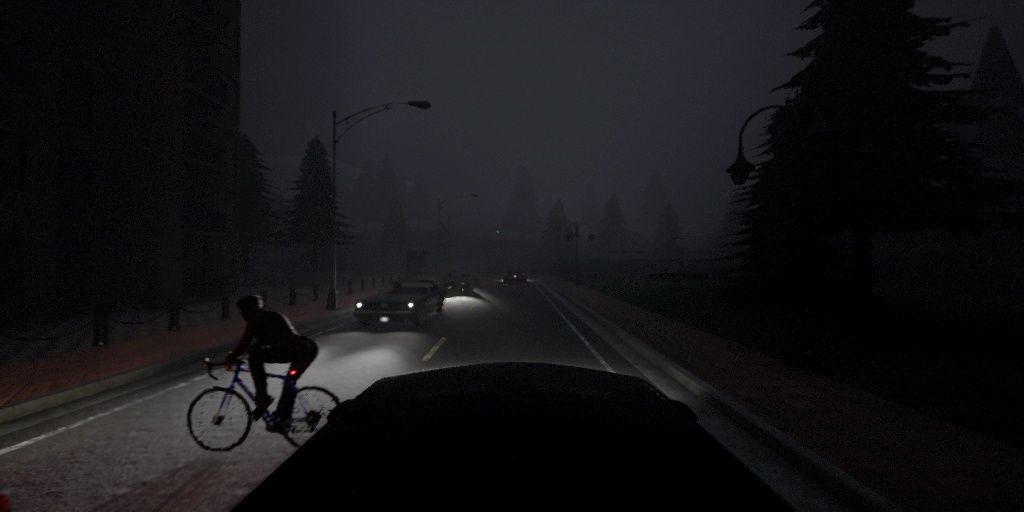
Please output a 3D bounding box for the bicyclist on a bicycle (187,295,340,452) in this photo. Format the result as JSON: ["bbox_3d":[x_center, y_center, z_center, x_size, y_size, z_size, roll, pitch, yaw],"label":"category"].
[{"bbox_3d":[-2.553,1.227,3.715,1.656,1.620,0.582,-1,-1,0],"label":"bicyclist on a bicycle"}]

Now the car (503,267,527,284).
[{"bbox_3d":[0.261,1.691,31.838,1.994,1.385,4.181,0,-1,0],"label":"car"}]

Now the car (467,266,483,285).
[{"bbox_3d":[-3.403,1.571,28.083,2.128,1.511,4.902,0,-1,1],"label":"car"}]

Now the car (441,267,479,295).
[{"bbox_3d":[-3.395,1.564,21.716,1.994,1.385,4.181,0,-1,0],"label":"car"}]

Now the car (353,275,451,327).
[{"bbox_3d":[-3.546,1.481,12.197,1.895,1.301,4.718,0,-1,0],"label":"car"}]
